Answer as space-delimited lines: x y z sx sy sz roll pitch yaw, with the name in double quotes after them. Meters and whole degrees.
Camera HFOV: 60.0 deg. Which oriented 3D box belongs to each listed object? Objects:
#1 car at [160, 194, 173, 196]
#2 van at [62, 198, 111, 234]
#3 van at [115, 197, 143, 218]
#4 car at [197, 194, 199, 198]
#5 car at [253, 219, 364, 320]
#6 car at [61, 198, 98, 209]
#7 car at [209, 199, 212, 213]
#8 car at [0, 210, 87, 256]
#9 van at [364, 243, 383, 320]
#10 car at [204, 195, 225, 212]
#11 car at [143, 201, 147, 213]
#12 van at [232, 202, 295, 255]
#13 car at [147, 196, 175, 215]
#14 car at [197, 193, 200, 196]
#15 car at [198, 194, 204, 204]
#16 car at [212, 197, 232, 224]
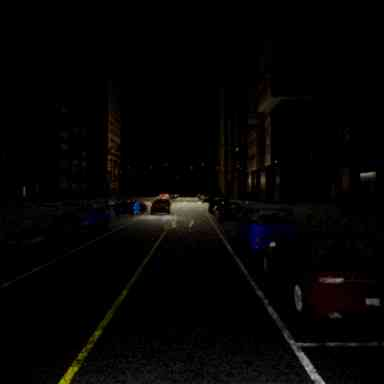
-5.781 1.281 68.306 2.192 1.841 5.009 0 0 0 "car"
-5.769 1.328 18.659 1.690 1.788 3.998 0 0 0 "van"
-5.772 1.322 30.014 1.690 1.788 3.998 0 0 0 "van"
2.743 1.517 73.958 2.008 1.369 4.403 0 0 0 "car"
2.759 1.540 7.316 1.887 1.381 4.507 0 0 0 "car"
-16.095 1.581 47.639 4.674 1.442 1.812 1 0 0 "car"
2.754 1.563 30.026 1.802 1.307 4.206 0 0 0 "car"
-5.767 1.572 12.981 1.802 1.307 4.206 0 0 0 "car"
2.760 1.340 1.638 1.690 1.788 3.998 0 0 0 "van"
2.752 1.293 35.703 2.192 1.841 5.009 0 0 0 "car"
-5.773 1.503 35.521 1.752 1.417 4.829 0 0 0 "car"
2.758 1.332 12.993 1.690 1.788 3.998 0 0 0 "van"
-3.063 1.456 33.748 1.882 1.535 5.008 0 0 0 "car"
2.741 1.510 79.599 1.887 1.381 4.507 0 0 0 "car"
2.746 1.519 62.677 2.008 1.369 4.403 0 0 0 "car"
2.755 1.424 24.348 1.967 1.590 4.097 0 0 0 "car"
